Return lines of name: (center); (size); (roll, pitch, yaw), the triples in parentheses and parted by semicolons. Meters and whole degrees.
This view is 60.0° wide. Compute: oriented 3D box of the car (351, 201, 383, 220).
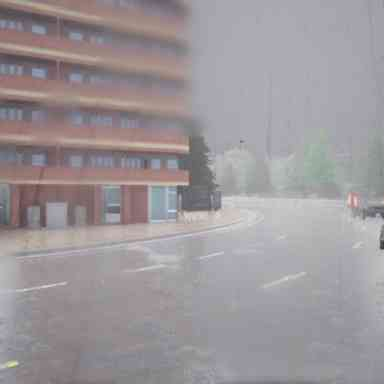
car: (14.884, 1.516, 28.069); (1.837, 1.490, 4.892); (0, 0, 12)

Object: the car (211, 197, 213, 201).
car: (3.056, 1.560, 67.104); (1.837, 1.490, 4.892); (0, 0, -22)

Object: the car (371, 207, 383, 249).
car: (8.878, 1.563, 13.716); (2.033, 1.411, 5.357); (0, 0, 33)
